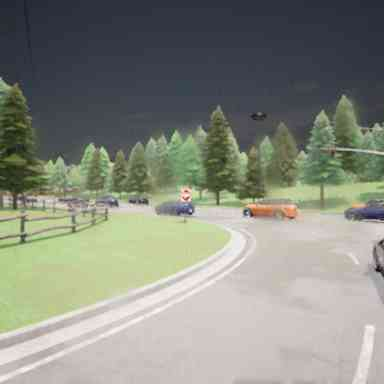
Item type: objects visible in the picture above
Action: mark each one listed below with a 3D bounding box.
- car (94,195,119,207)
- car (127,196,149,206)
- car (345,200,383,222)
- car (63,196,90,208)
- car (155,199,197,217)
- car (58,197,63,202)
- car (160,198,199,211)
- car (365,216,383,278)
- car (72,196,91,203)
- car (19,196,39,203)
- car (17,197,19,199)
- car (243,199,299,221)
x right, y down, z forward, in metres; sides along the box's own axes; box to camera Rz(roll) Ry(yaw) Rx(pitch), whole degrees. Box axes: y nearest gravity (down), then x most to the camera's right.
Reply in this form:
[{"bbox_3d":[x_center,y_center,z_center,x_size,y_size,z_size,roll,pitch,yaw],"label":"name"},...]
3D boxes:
[{"bbox_3d":[-12.855,1.345,49.680,2.097,1.767,4.553,0,0,-41],"label":"car"},{"bbox_3d":[-9.161,1.496,56.084,1.837,1.490,4.892,0,0,-41],"label":"car"},{"bbox_3d":[13.796,1.522,24.614,1.812,1.442,4.674,0,0,-41],"label":"car"},{"bbox_3d":[-16.929,1.518,49.015,1.812,1.442,4.674,0,0,-41],"label":"car"},{"bbox_3d":[-1.637,1.521,31.588,1.812,1.442,4.674,0,0,-41],"label":"car"},{"bbox_3d":[-26.841,1.585,70.776,1.895,1.301,4.718,0,0,-41],"label":"car"},{"bbox_3d":[-1.677,1.541,42.247,2.033,1.411,5.357,0,0,-41],"label":"car"},{"bbox_3d":[5.327,1.546,7.517,2.033,1.411,5.357,0,0,23],"label":"car"},{"bbox_3d":[-24.221,1.529,73.097,2.033,1.411,5.357,0,0,-41],"label":"car"},{"bbox_3d":[-32.338,1.586,66.434,1.895,1.301,4.718,0,0,-41],"label":"car"},{"bbox_3d":[-42.950,1.488,83.829,1.837,1.490,4.892,0,0,-41],"label":"car"},{"bbox_3d":[6.429,1.348,27.703,2.097,1.767,4.553,0,0,-41],"label":"car"}]
